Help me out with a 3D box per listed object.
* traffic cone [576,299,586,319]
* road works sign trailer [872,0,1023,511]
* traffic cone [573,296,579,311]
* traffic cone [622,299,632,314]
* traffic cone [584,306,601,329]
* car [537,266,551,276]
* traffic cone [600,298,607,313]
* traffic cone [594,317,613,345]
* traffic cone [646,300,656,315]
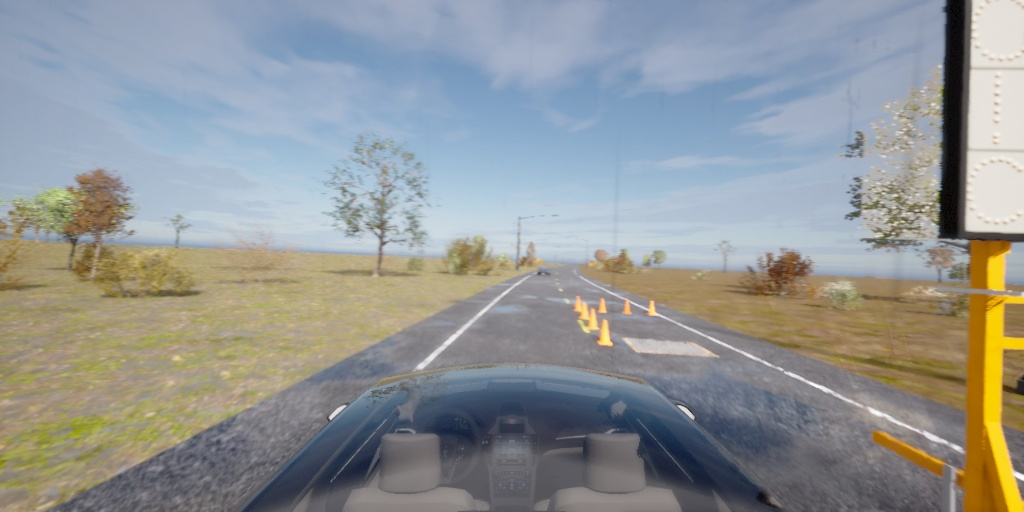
[{"bbox_3d":[2.614,1.958,13.010,0.340,0.580,0.340,0,0,4],"label":"traffic cone"},{"bbox_3d":[3.299,0.364,1.931,2.380,3.560,2.880,0,0,4],"label":"road works sign trailer"},{"bbox_3d":[2.759,1.989,15.004,0.340,0.580,0.340,0,0,4],"label":"traffic cone"},{"bbox_3d":[4.752,2.076,14.858,0.340,0.580,0.340,0,0,4],"label":"traffic cone"},{"bbox_3d":[2.469,1.928,11.015,0.340,0.580,0.340,0,0,4],"label":"traffic cone"},{"bbox_3d":[4.635,2.101,51.722,2.033,1.411,5.357,2,-1,7],"label":"car"},{"bbox_3d":[3.756,2.032,14.931,0.340,0.580,0.340,0,0,4],"label":"traffic cone"},{"bbox_3d":[2.324,1.897,9.021,0.340,0.580,0.340,0,0,4],"label":"traffic cone"},{"bbox_3d":[5.748,2.119,14.785,0.340,0.580,0.340,0,0,4],"label":"traffic cone"}]
